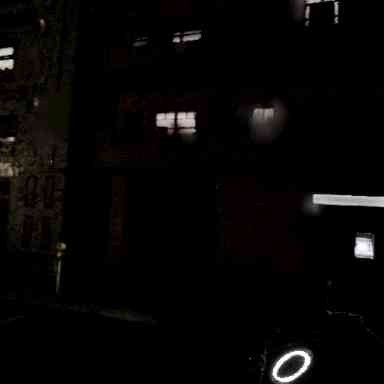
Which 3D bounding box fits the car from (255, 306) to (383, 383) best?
[{"bbox_3d":[2.930,1.704,3.194,4.553,1.767,2.097,1,-4,19],"label":"car"}]
